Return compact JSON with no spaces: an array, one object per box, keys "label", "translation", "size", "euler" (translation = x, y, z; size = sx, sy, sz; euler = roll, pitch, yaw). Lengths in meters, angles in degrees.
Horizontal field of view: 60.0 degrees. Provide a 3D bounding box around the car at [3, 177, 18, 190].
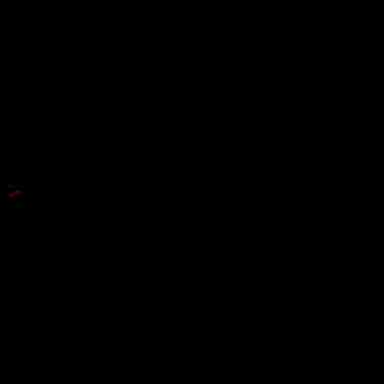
[{"label":"car","translation":[-24.277,-1.165,43.014],"size":[4.892,1.490,1.837],"euler":[6,2,38]}]
